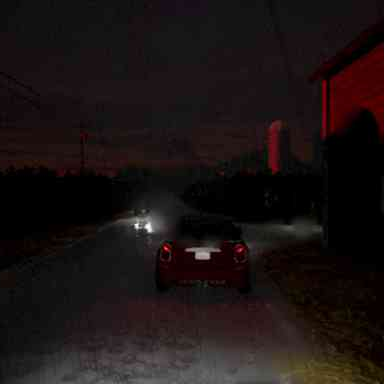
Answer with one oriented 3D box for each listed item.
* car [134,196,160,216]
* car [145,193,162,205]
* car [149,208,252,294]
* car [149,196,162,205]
[{"bbox_3d":[-4.457,1.445,31.951,2.128,1.511,4.902,0,0,-4],"label":"car"},{"bbox_3d":[-5.275,1.157,43.527,2.150,2.045,5.566,0,0,-4],"label":"car"},{"bbox_3d":[0.398,1.339,9.018,2.097,1.767,4.553,0,0,5],"label":"car"},{"bbox_3d":[-6.327,1.407,58.358,2.128,1.511,4.902,0,0,-4],"label":"car"}]
